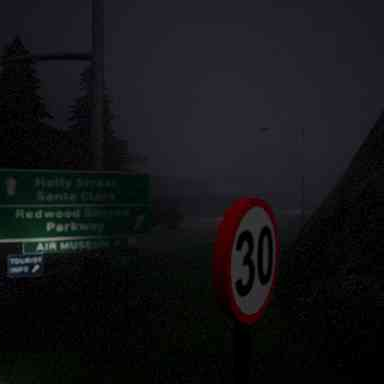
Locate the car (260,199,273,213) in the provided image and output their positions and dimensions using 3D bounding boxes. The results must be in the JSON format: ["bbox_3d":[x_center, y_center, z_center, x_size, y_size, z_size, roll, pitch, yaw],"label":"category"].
[{"bbox_3d":[6.474,1.527,33.804,2.097,1.767,4.553,0,0,36],"label":"car"}]

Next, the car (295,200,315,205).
[{"bbox_3d":[15.906,1.381,46.629,1.994,1.385,4.181,0,0,36],"label":"car"}]

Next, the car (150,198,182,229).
[{"bbox_3d":[-2.885,1.396,20.935,2.150,2.045,5.566,0,0,36],"label":"car"}]
